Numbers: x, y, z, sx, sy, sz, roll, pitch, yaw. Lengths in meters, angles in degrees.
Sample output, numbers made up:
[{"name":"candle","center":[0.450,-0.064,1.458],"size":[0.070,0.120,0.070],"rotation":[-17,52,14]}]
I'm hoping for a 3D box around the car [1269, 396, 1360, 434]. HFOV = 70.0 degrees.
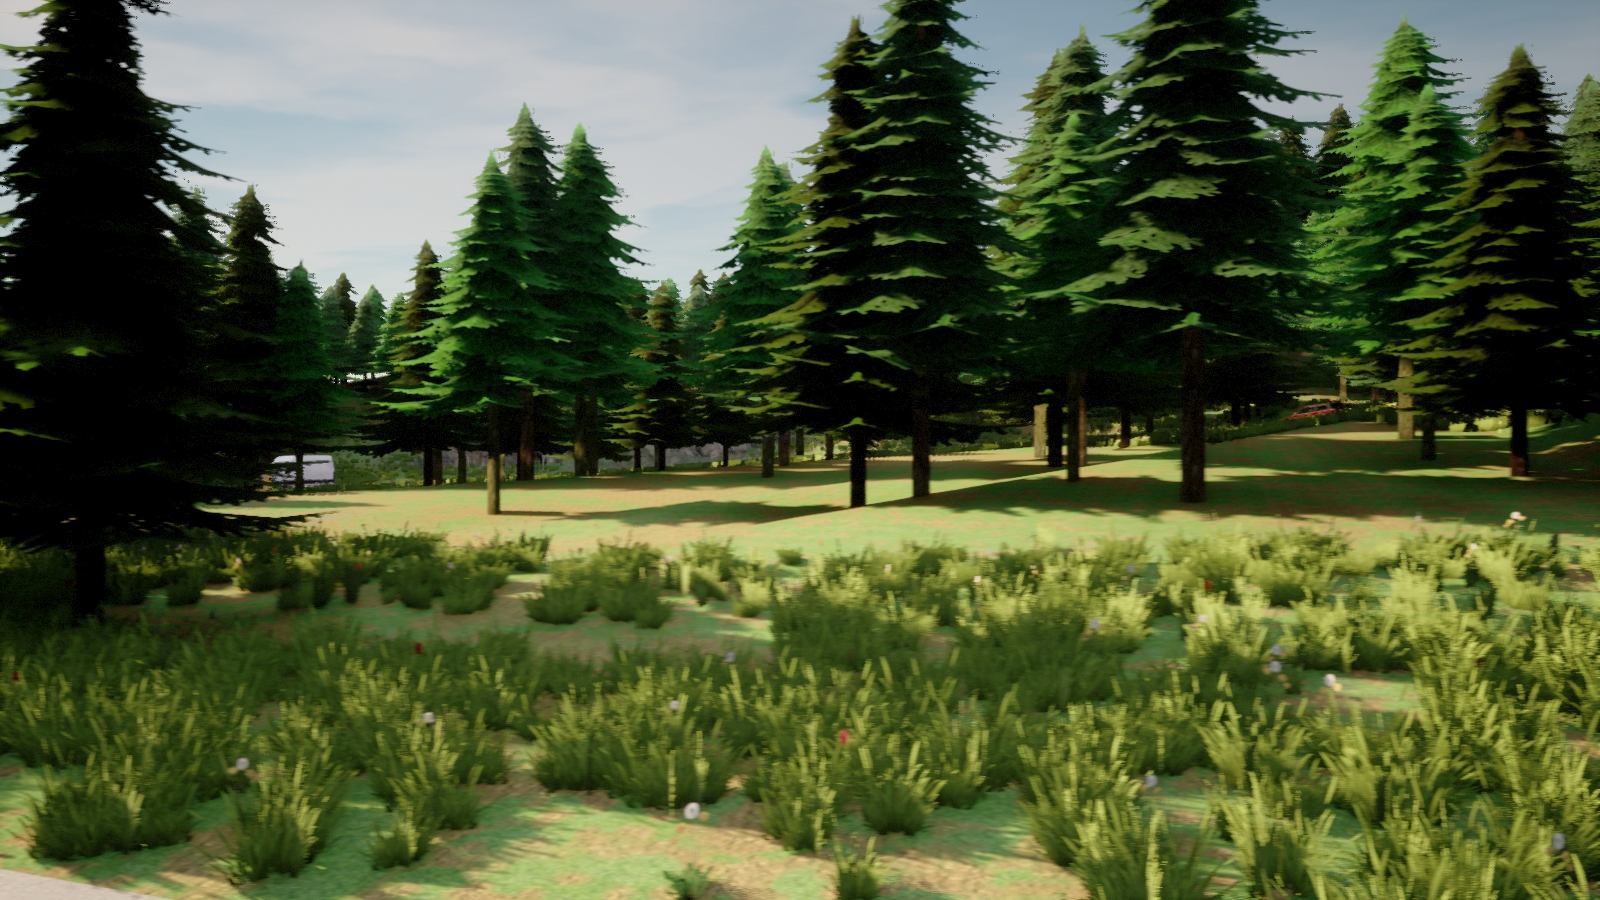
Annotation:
[{"name":"car","center":[30.740,-2.032,68.389],"size":[2.097,1.767,4.553],"rotation":[0,-5,-27]}]
